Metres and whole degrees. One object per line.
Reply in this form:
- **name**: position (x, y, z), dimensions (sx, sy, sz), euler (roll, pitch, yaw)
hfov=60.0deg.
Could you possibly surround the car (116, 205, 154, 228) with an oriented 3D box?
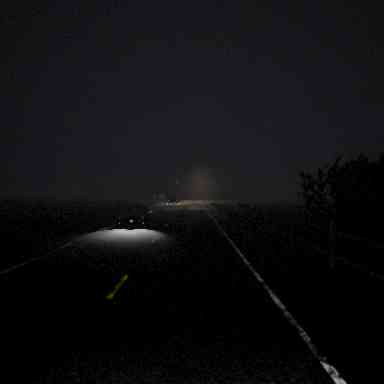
- **car**: position (-3.601, 1.539, 21.713), dimensions (1.994, 1.385, 4.181), euler (0, 0, 0)

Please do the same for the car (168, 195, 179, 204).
- **car**: position (-3.531, 1.443, 63.089), dimensions (1.837, 1.490, 4.892), euler (0, 0, 1)
